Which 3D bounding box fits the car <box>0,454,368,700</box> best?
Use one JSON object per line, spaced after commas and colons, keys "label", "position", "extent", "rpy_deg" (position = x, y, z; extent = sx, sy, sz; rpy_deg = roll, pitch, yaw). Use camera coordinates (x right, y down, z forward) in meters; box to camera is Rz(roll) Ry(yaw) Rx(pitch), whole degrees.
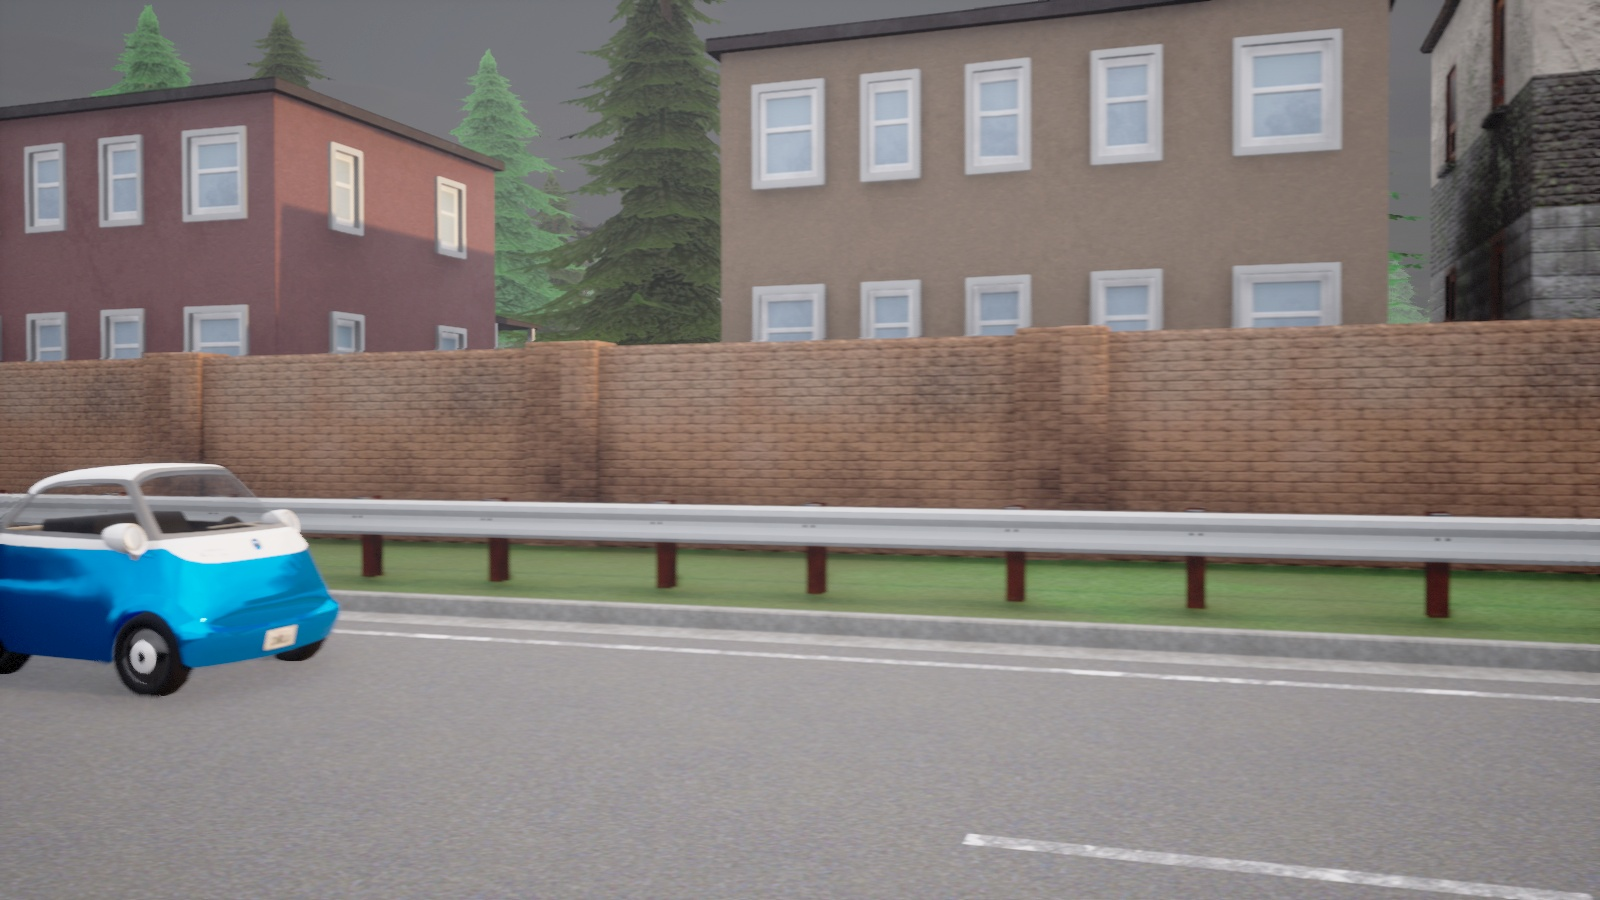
{"label": "car", "position": [-4.248, 0.733, 8.253], "extent": [2.207, 1.376, 1.481], "rpy_deg": [0, 1, 18]}
